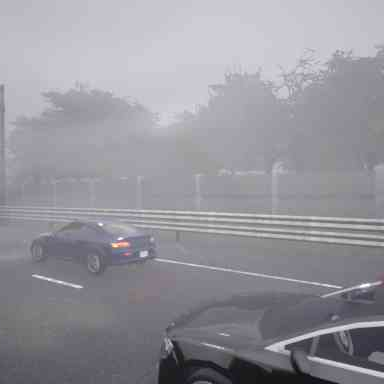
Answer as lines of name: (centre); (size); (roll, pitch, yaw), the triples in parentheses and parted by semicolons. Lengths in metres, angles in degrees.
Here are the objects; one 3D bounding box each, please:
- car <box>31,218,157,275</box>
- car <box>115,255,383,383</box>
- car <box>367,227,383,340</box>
car: (-3.176, 1.538, 10.460); (4.674, 1.442, 1.812); (0, 0, 36)
car: (1.876, 1.492, 2.636); (4.902, 1.511, 2.128); (0, 0, 36)
car: (5.315, 1.478, 4.493); (5.008, 1.535, 1.882); (0, 0, 36)
